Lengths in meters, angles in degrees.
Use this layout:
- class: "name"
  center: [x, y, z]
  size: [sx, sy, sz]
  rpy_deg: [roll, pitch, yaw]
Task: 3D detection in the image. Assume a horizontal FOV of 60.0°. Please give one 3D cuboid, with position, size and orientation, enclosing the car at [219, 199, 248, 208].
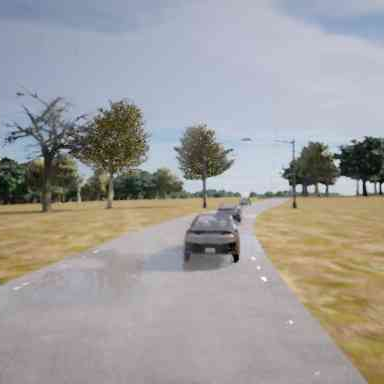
- class: "car"
  center: [3.100, 1.621, 27.095]
  size: [2.128, 1.511, 4.902]
  rpy_deg: [-1, 0, 13]

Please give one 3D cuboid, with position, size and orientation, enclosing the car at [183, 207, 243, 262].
- class: "car"
  center: [0.822, 1.553, 12.424]
  size: [2.128, 1.511, 4.902]
  rpy_deg: [0, 0, 7]

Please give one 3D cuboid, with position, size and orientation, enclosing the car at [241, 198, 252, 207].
- class: "car"
  center: [9.151, 1.768, 57.735]
  size: [1.837, 1.490, 4.892]
  rpy_deg: [0, 0, 20]
